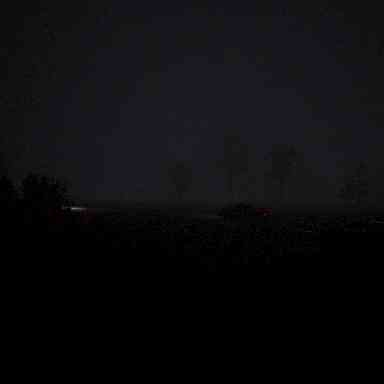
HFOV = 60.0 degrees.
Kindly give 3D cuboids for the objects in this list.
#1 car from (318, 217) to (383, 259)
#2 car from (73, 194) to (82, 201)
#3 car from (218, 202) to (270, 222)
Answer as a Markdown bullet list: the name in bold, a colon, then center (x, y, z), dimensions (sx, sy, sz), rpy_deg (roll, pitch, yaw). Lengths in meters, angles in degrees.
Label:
- **car**: center (6.792, 1.659, 11.452), dimensions (2.128, 1.511, 4.902), rpy_deg (0, 0, -34)
- **car**: center (-24.801, 1.227, 70.448), dimensions (1.837, 1.490, 4.892), rpy_deg (0, 0, -34)
- **car**: center (4.225, 1.573, 27.701), dimensions (1.882, 1.535, 5.008), rpy_deg (0, 0, -34)
